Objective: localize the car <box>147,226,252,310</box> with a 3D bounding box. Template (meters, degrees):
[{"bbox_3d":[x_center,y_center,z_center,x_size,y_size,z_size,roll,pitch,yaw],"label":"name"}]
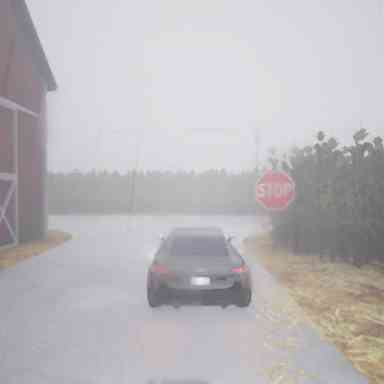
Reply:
[{"bbox_3d":[0.113,1.478,7.749,1.994,1.385,4.181,0,1,-1],"label":"car"}]
